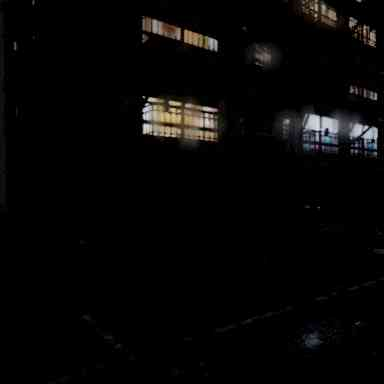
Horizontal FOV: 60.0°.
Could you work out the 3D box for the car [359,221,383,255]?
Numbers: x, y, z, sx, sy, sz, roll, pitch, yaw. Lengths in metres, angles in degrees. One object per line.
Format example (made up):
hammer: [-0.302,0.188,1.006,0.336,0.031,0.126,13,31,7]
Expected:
car: [7.941,1.595,12.252,4.313,1.339,1.947,0,-1,-36]
